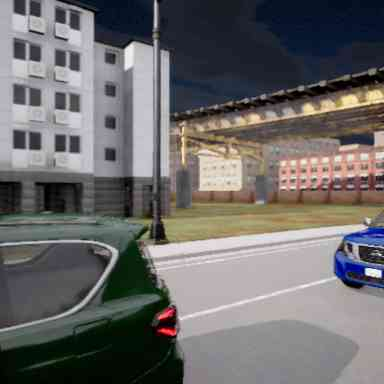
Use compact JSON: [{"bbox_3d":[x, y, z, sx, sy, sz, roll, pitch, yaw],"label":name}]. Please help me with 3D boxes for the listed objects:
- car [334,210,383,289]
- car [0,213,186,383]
[{"bbox_3d":[5.810,1.232,8.106,5.566,2.045,2.150,0,0,-35],"label":"car"},{"bbox_3d":[-2.675,1.221,2.056,5.566,2.045,2.150,0,0,-34],"label":"car"}]
